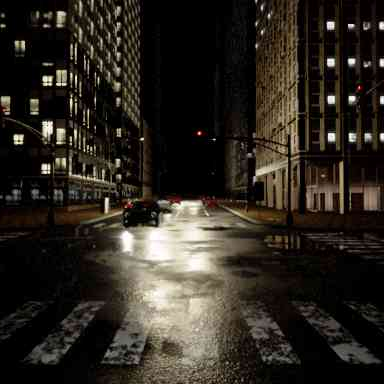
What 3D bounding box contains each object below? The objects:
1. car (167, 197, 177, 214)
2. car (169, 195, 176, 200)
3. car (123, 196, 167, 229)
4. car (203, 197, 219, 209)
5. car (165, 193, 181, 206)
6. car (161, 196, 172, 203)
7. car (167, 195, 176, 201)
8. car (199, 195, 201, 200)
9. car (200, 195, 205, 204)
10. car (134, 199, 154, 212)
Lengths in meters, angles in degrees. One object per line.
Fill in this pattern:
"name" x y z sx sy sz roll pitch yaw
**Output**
"car" -3.046 1.561 36.272 2.033 1.411 5.357 0 0 0
"car" -5.535 1.605 95.162 1.947 1.339 4.313 1 0 0
"car" -3.068 1.359 21.762 2.097 1.767 4.553 0 0 0
"car" 2.770 1.599 45.035 1.802 1.307 4.206 1 0 0
"car" -3.008 1.244 56.766 2.150 2.045 5.566 0 0 -2
"car" -5.568 1.573 72.861 1.887 1.381 4.507 1 0 0
"car" -5.543 1.587 89.587 2.008 1.369 4.403 1 0 0
"car" 2.796 1.590 61.768 1.947 1.339 4.313 1 0 0
"car" 2.789 1.547 56.361 1.752 1.417 4.829 1 0 0
"car" -5.619 1.597 39.410 1.802 1.307 4.206 1 0 0
